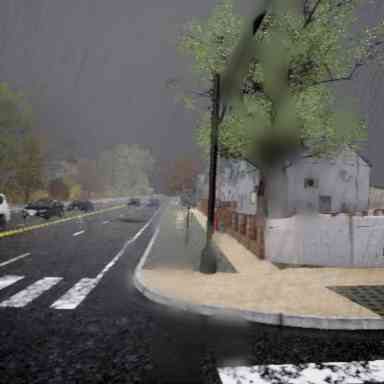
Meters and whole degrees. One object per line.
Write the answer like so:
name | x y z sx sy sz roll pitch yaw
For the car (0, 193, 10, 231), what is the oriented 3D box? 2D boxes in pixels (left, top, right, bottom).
car | -11.127 1.024 16.295 2.150 2.045 5.566 3 0 -3

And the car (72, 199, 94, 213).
car | -12.054 1.446 36.359 1.994 1.385 4.181 3 0 -3

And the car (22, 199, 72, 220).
car | -11.600 1.332 26.318 2.128 1.511 4.902 3 0 -3

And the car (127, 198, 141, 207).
car | -9.591 1.678 55.571 2.033 1.411 5.357 3 0 -3

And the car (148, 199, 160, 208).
car | -6.353 1.839 55.623 2.033 1.411 5.357 3 0 -3
